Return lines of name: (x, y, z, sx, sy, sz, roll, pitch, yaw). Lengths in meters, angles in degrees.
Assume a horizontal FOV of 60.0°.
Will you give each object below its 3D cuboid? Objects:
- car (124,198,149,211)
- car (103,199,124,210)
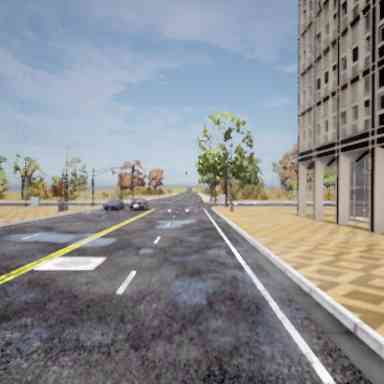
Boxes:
car: (-6.526, 1.488, 41.334, 2.128, 1.511, 4.902, 0, 0, 0)
car: (-9.766, 1.542, 42.272, 2.033, 1.411, 5.357, 0, 0, 0)
